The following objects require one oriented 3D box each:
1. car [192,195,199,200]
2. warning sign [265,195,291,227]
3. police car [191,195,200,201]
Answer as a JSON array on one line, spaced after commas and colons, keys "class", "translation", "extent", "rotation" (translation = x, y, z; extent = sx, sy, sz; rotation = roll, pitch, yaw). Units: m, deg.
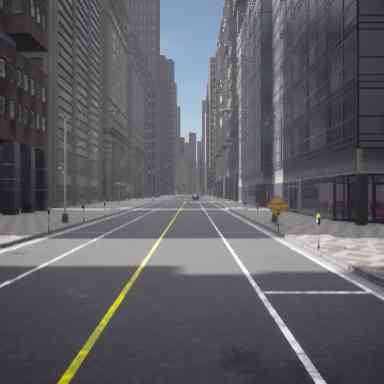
[{"class": "car", "translation": [0.900, 1.581, 94.677], "extent": [1.837, 1.490, 4.892], "rotation": [0, 0, 0]}, {"class": "warning sign", "translation": [5.064, 1.102, 19.680], "extent": [1.300, 1.860, 1.060], "rotation": [0, 0, 0]}, {"class": "police car", "translation": [0.900, 1.455, 84.786], "extent": [1.930, 1.638, 5.238], "rotation": [0, 0, 0]}]
